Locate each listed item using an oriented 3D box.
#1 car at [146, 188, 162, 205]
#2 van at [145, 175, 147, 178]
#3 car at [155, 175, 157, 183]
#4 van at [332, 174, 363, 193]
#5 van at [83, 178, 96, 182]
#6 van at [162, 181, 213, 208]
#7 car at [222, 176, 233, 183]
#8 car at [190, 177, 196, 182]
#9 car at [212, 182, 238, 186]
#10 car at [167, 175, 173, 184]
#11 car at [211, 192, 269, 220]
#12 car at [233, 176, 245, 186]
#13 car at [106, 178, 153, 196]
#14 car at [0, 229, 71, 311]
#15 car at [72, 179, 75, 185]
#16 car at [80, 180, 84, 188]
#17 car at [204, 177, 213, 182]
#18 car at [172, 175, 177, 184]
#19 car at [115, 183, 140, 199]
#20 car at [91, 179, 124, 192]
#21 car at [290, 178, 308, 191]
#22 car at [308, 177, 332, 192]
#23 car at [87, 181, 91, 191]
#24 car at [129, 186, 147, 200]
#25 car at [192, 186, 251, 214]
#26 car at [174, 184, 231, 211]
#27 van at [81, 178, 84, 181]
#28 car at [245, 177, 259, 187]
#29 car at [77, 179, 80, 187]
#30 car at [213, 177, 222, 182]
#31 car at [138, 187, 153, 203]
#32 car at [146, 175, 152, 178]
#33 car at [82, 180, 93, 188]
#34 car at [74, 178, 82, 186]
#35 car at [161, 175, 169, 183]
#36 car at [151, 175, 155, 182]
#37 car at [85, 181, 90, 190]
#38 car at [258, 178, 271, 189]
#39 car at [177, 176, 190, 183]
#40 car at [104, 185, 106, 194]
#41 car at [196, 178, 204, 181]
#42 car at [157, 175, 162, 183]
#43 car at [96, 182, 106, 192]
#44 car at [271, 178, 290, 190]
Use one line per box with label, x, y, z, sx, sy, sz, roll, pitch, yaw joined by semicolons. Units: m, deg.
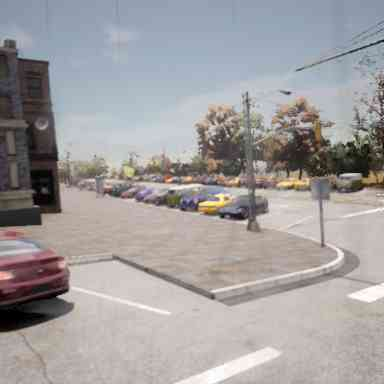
car;-1.881;0.486;34.793;2.231;1.521;4.892;0;6;41
van;-10.078;-3.785;92.809;4.442;1.987;1.878;-7;6;-44
car;-6.323;-3.116;84.765;4.792;1.488;2.163;-7;6;-44
van;17.593;-1.024;37.104;1.878;1.987;4.442;1;6;41
van;-20.624;-1.600;72.667;4.442;1.987;1.878;-9;6;-44
van;-0.356;0.368;32.225;1.878;1.987;4.442;0;6;41
car;7.909;-1.680;55.542;1.946;1.575;5.366;1;5;43
car;2.497;-2.157;66.011;2.163;1.488;4.792;1;6;44
car;2.499;0.078;36.731;1.882;1.535;5.008;-6;5;-29
car;-2.607;-2.727;76.684;4.892;1.521;2.231;-7;6;-44
car;3.887;1.007;24.236;2.163;1.488;4.792;0;6;40
car;9.124;-1.658;52.750;2.185;1.767;4.553;1;5;43
car;-8.946;-0.395;48.133;2.435;2.045;5.566;0;6;43
car;-4.481;1.527;7.085;4.674;1.452;2.002;-1;-1;35
car;-28.157;-2.460;88.980;5.566;2.045;2.435;-9;7;-44
car;-21.951;-1.471;75.321;4.792;1.488;2.163;-9;7;-44
car;5.092;-1.920;60.674;2.097;1.535;5.008;1;5;44
car;-1.379;-2.713;73.969;4.553;1.767;2.185;-7;6;-45
car;-7.554;0.026;45.448;2.002;1.452;4.674;1;7;42
car;-15.600;-0.934;61.670;2.185;1.767;4.553;1;7;44
car;14.896;-1.063;42.506;1.946;1.575;5.366;1;5;41
car;16.189;-1.048;39.750;2.185;1.767;4.553;1;5;41
car;-16.889;-0.944;64.403;2.231;1.521;4.892;1;7;45
car;-4.750;0.279;40.108;2.002;1.452;4.674;0;6;42
car;2.674;0.818;27.041;1.946;1.575;5.366;0;6;40
car;1.033;0.602;29.490;2.185;1.767;4.553;0;6;40
van;-23.113;-1.883;78.146;4.442;1.987;1.878;-9;6;-44
car;10.533;-1.370;50.166;2.002;1.452;4.674;1;5;42
car;-24.417;-1.788;80.818;5.008;1.535;2.097;-9;6;-44
car;6.453;-1.917;58.047;2.185;1.767;4.553;2;6;43
car;-3.312;0.401;37.449;2.002;1.452;4.674;1;7;41
car;-8.893;-3.416;90.070;5.366;1.575;1.946;-7;6;-44
car;-19.563;-1.205;69.731;5.366;1.575;1.946;-9;7;-44
car;-25.685;-2.176;83.511;5.566;2.045;2.435;-9;7;-44
car;-3.971;-2.855;79.247;5.366;1.575;1.946;-7;6;-44
car;-7.514;-3.261;87.519;4.792;1.488;2.163;-7;5;-44
car;-18.184;-1.082;67.127;2.097;1.535;5.008;0;7;45
car;11.932;-1.247;47.560;2.002;1.452;4.674;1;5;42
car;-0.096;-2.452;71.315;2.097;1.535;5.008;1;6;45
car;-10.317;-0.271;50.821;2.097;1.535;5.008;0;6;43
car;3.762;-2.019;63.301;2.163;1.488;4.792;2;6;44
car;-5.071;-3.260;82.084;5.566;2.045;2.435;-7;6;-44
car;-12.987;-0.536;56.229;2.097;1.535;5.008;1;7;44
car;13.228;-1.153;44.817;1.946;1.575;5.366;1;6;42
